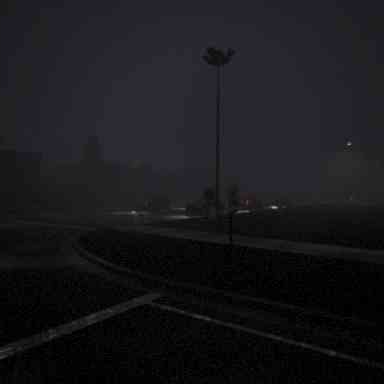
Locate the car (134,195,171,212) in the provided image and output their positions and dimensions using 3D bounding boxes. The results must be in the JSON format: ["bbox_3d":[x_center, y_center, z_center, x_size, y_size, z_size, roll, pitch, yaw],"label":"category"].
[{"bbox_3d":[-4.296,1.163,36.610,2.097,1.767,4.553,1,0,35],"label":"car"}]

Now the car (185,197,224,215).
[{"bbox_3d":[1.251,1.342,32.335,1.882,1.535,5.008,1,0,35],"label":"car"}]

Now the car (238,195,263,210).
[{"bbox_3d":[6.878,1.216,40.390,2.097,1.767,4.553,1,0,35],"label":"car"}]

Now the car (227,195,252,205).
[{"bbox_3d":[7.741,1.315,53.807,1.837,1.490,4.892,1,0,35],"label":"car"}]

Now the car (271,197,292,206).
[{"bbox_3d":[13.464,1.426,49.811,1.994,1.385,4.181,1,0,34],"label":"car"}]

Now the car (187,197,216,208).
[{"bbox_3d":[1.313,1.374,44.647,1.994,1.385,4.181,1,0,35],"label":"car"}]
